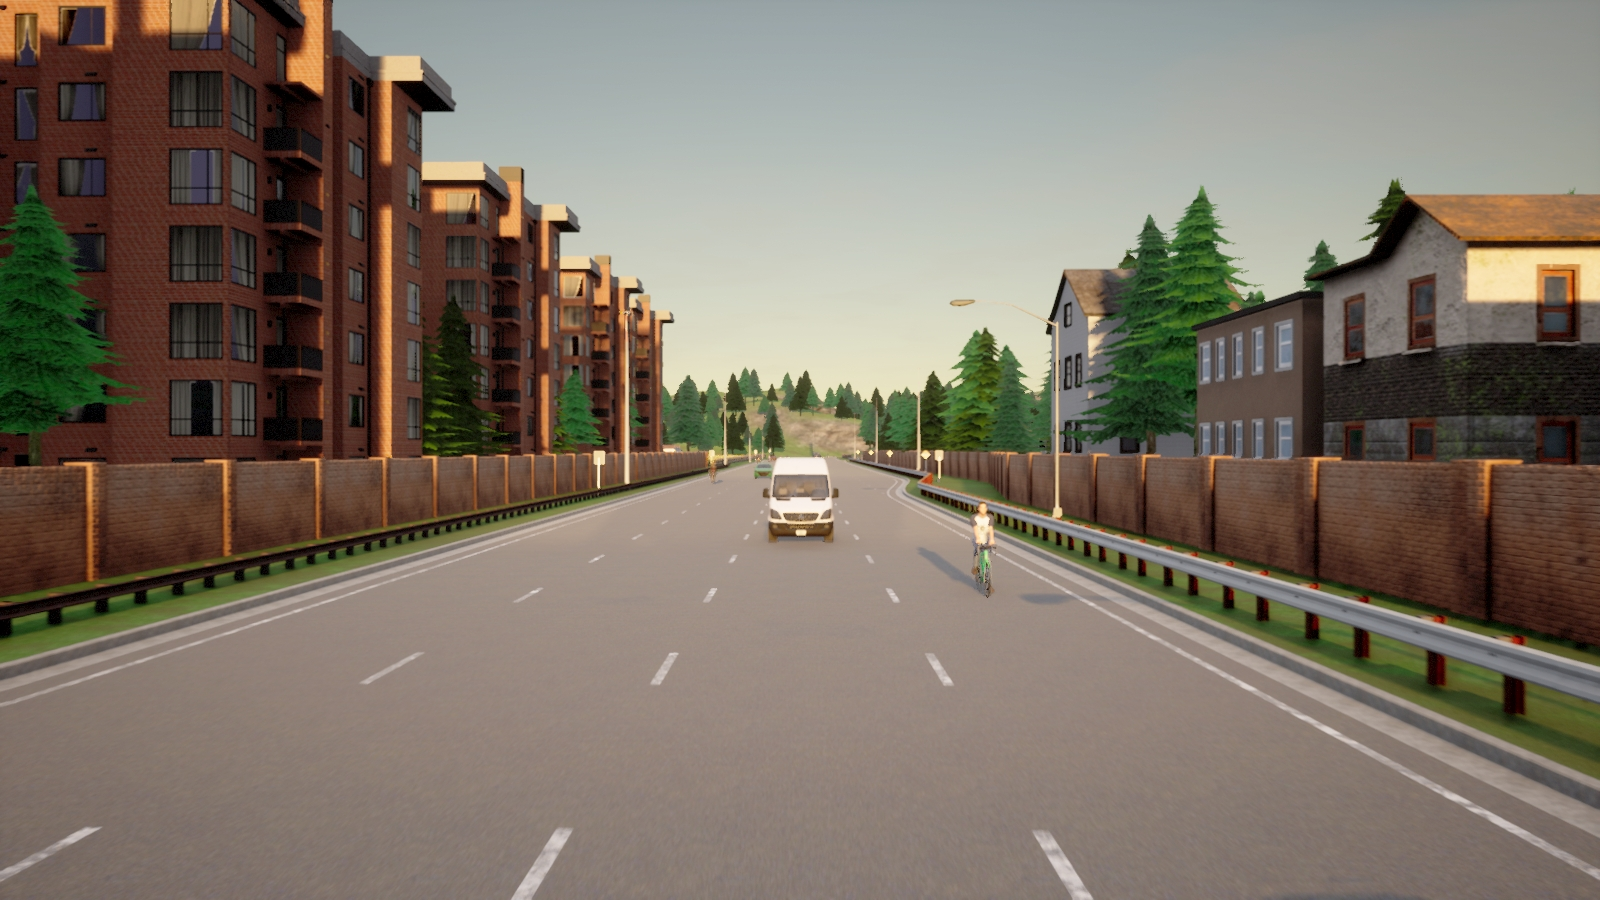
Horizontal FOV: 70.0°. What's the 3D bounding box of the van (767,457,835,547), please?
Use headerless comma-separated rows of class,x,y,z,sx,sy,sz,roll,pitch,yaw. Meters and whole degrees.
van,0.032,1.516,36.030,1.988,2.561,5.915,0,0,0

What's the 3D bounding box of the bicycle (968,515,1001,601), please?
bicycle,3.528,2.044,21.970,0.373,1.496,1.643,0,0,0
